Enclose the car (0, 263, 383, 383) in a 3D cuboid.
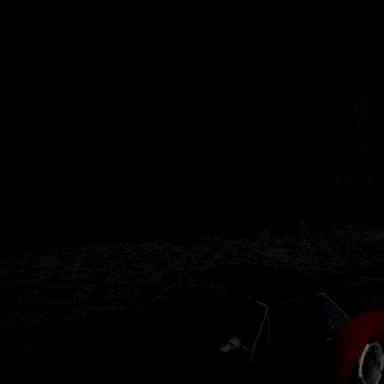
[{"bbox_3d":[0.400,1.605,3.667,4.718,1.301,1.895,0,0,-36],"label":"car"}]
